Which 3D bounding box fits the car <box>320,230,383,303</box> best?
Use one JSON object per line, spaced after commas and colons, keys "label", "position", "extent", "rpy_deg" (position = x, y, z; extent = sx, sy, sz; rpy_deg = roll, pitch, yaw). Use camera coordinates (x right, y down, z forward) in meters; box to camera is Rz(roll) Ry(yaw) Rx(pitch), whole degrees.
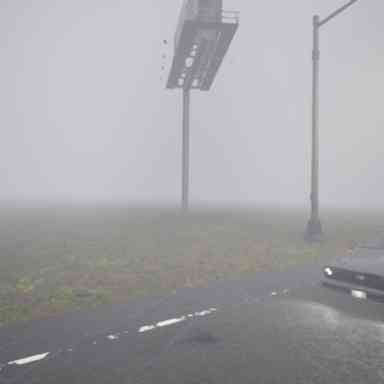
{"label": "car", "position": [5.311, 1.582, 7.956], "extent": [5.357, 1.411, 2.033], "rpy_deg": [1, 0, -37]}
